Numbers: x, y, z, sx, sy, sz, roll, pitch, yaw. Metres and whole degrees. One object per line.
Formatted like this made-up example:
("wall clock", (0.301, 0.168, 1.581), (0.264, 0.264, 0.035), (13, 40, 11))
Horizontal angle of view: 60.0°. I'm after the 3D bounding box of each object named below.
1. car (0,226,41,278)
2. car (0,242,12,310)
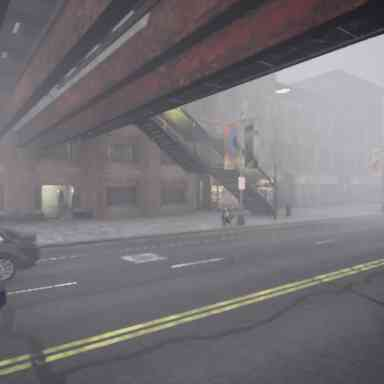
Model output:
("car", (-6.338, 1.529, 8.064), (4.892, 1.490, 1.837), (0, 0, -36))
("car", (-5.275, 1.621, 4.500), (4.718, 1.301, 1.895), (0, 0, -36))
